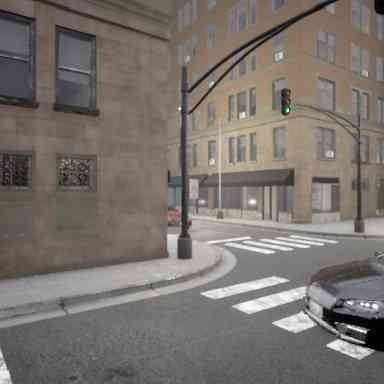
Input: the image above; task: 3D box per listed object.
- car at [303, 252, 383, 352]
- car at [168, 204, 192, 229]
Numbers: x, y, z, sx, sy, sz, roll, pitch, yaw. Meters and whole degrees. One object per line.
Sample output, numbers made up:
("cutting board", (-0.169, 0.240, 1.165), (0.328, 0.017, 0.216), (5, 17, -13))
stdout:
("car", (4.286, 1.487, 5.321), (4.902, 1.511, 2.128), (0, -1, -8))
("car", (-1.890, 1.423, 19.828), (1.812, 1.442, 4.674), (0, 0, -36))
